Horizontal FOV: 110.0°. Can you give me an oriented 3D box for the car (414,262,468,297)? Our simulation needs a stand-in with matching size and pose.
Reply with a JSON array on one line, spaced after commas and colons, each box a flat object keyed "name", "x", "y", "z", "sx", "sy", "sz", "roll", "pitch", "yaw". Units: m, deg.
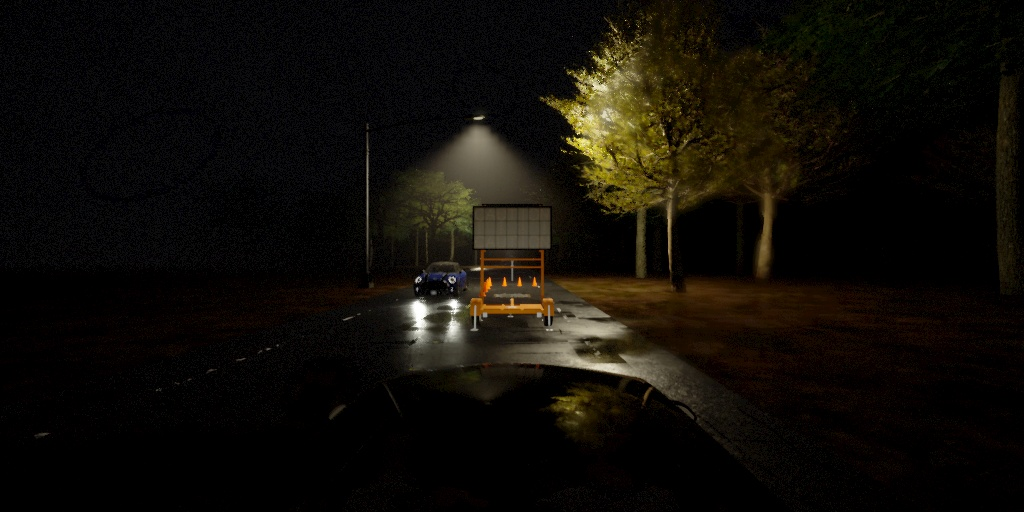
[{"name": "car", "x": -3.597, "y": 1.111, "z": 18.719, "sx": 2.097, "sy": 1.767, "sz": 4.553, "roll": 0, "pitch": 0, "yaw": 0}]

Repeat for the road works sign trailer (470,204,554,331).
[{"name": "road works sign trailer", "x": 0.009, "y": 0.218, "z": 11.000, "sx": 2.380, "sy": 3.560, "sz": 2.880, "roll": 0, "pitch": 0, "yaw": 0}]
